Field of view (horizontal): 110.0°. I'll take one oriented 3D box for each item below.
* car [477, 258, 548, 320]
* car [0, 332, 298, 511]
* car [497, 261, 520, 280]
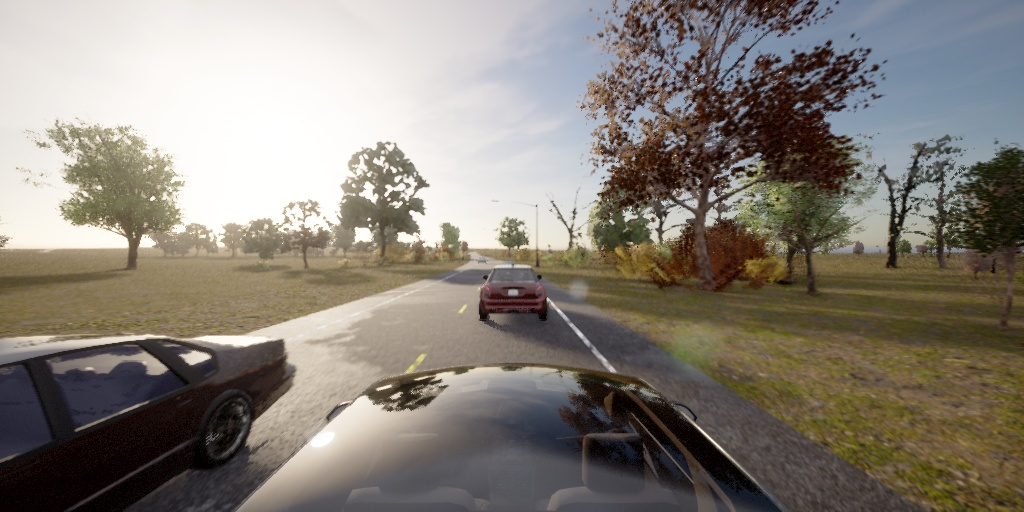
[{"bbox_3d":[0.017,1.076,12.625,2.097,1.767,4.553,0,0,-1],"label":"car"},{"bbox_3d":[-3.606,1.299,2.118,2.033,1.411,5.357,0,0,0],"label":"car"},{"bbox_3d":[-0.379,1.199,30.914,1.812,1.442,4.674,0,0,-2],"label":"car"}]
